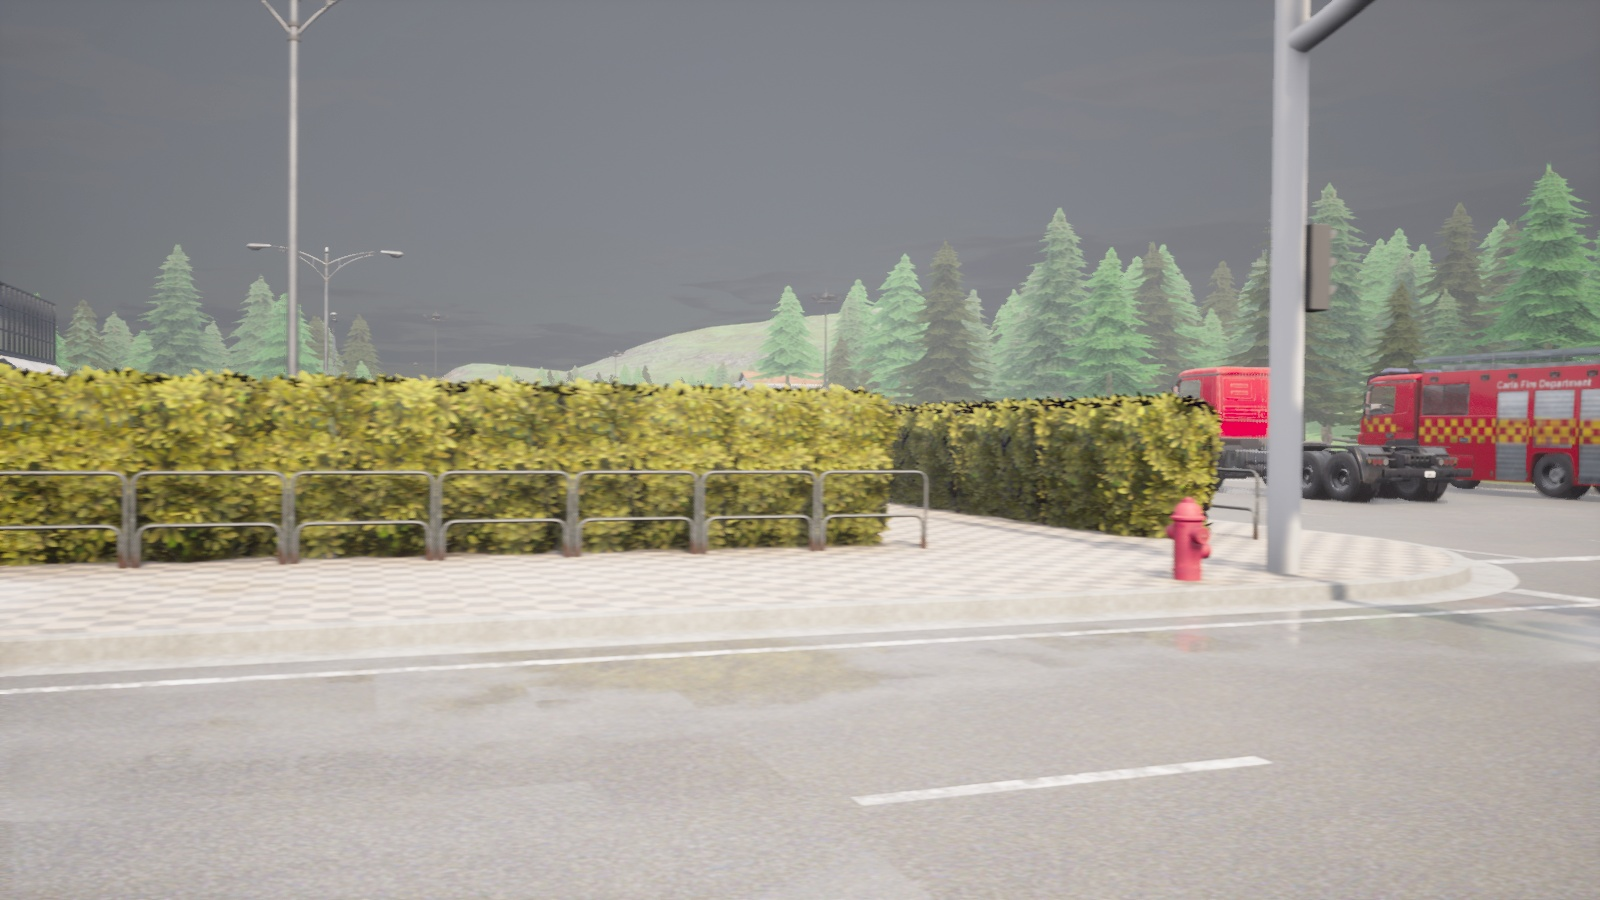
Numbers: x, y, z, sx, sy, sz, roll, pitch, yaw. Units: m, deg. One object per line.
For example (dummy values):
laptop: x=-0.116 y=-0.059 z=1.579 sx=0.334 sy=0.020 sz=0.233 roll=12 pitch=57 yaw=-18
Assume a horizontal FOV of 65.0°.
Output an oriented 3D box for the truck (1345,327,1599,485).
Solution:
truck: x=19.398 y=-1.132 z=34.752 sx=2.891 sy=3.827 sz=8.468 roll=-1 pitch=1 yaw=-20

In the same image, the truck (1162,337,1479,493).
truck: x=12.908 y=-0.838 z=32.127 sx=2.891 sy=3.462 sz=7.936 roll=-1 pitch=1 yaw=-20
